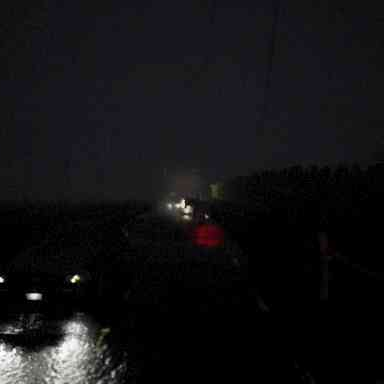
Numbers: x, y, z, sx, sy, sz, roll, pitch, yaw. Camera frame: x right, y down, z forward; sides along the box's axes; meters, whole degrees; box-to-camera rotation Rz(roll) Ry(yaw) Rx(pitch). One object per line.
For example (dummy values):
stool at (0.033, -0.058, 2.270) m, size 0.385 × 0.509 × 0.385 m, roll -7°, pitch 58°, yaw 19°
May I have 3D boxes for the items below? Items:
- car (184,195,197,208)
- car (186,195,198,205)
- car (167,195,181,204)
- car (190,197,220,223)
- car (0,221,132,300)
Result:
car at (0.010, 1.208, 42.031) m, size 2.128 × 1.511 × 4.902 m, roll 0°, pitch 0°, yaw 0°
car at (0.001, 1.175, 52.170) m, size 1.812 × 1.442 × 4.674 m, roll 0°, pitch 0°, yaw 0°
car at (-2.817, 1.213, 52.244) m, size 1.994 × 1.385 × 4.181 m, roll 0°, pitch 0°, yaw 0°
car at (0.963, 1.343, 23.816) m, size 1.837 × 1.490 × 4.892 m, roll 0°, pitch 0°, yaw 0°
car at (-2.849, 1.488, 8.668) m, size 2.033 × 1.411 × 5.357 m, roll 0°, pitch 0°, yaw 0°
